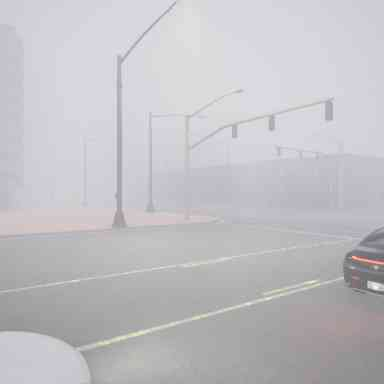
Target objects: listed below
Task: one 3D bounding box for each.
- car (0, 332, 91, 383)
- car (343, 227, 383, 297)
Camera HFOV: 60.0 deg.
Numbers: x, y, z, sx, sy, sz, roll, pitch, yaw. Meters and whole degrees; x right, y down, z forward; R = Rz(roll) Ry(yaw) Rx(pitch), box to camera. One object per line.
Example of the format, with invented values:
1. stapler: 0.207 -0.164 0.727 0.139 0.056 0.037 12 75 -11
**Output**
1. car: -2.885 1.526 1.695 4.674 1.442 1.812 0 0 -35
2. car: 5.399 1.505 7.590 4.892 1.490 1.837 0 0 -35
